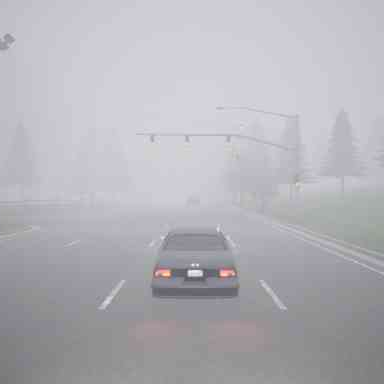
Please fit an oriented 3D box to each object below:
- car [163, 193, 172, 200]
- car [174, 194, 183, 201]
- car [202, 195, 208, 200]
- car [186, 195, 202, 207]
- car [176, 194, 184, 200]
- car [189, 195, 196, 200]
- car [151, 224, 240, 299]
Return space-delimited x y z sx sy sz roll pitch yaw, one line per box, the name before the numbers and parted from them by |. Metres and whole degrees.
car | -6.865 1.225 94.207 2.150 2.045 5.566 0 0 0
car | -3.380 1.517 83.755 1.812 1.442 4.674 0 0 0
car | 3.635 1.500 94.162 1.837 1.490 4.892 0 0 0
car | 0.073 1.352 52.691 2.097 1.767 4.553 0 0 0
car | -3.365 1.358 93.759 2.128 1.511 4.902 0 0 0
car | 0.135 1.540 94.167 2.033 1.411 5.357 0 0 0
car | 0.078 1.547 8.652 2.033 1.411 5.357 0 0 1
